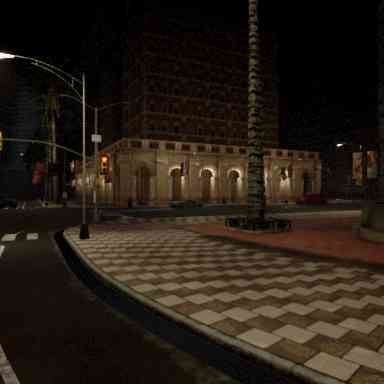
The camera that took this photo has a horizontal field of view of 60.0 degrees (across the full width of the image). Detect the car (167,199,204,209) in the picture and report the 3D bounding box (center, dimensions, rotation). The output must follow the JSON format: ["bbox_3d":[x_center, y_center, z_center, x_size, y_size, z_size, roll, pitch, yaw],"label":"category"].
[{"bbox_3d":[-0.874,1.597,44.255,4.718,1.301,1.895,0,0,-26],"label":"car"}]

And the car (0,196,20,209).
[{"bbox_3d":[-25.404,1.595,46.283,1.895,1.301,4.718,0,0,-26],"label":"car"}]

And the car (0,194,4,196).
[{"bbox_3d":[-44.780,1.343,77.949,2.097,1.767,4.553,0,0,-27],"label":"car"}]

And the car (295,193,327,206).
[{"bbox_3d":[19.476,1.217,54.225,5.566,2.045,2.150,0,0,-26],"label":"car"}]

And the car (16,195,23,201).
[{"bbox_3d":[-41.451,1.525,79.115,2.033,1.411,5.357,0,0,-27],"label":"car"}]
